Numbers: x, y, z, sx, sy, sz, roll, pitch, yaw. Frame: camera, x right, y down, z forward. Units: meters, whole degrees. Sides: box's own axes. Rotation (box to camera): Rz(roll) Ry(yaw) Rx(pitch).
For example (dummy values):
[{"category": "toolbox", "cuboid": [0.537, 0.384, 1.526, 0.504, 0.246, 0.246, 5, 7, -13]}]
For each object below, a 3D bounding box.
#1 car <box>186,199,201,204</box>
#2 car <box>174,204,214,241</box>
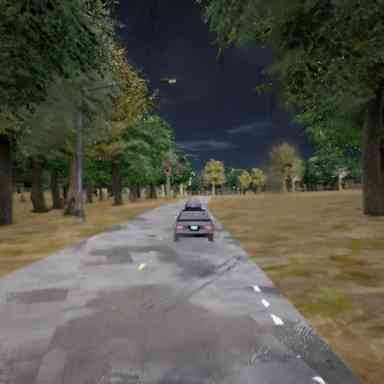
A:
[{"category": "car", "cuboid": [0.176, 1.526, 41.009, 1.994, 1.385, 4.181, 0, 0, 1]}, {"category": "car", "cuboid": [0.090, 1.547, 16.485, 2.033, 1.411, 5.357, 0, 0, 0]}]
